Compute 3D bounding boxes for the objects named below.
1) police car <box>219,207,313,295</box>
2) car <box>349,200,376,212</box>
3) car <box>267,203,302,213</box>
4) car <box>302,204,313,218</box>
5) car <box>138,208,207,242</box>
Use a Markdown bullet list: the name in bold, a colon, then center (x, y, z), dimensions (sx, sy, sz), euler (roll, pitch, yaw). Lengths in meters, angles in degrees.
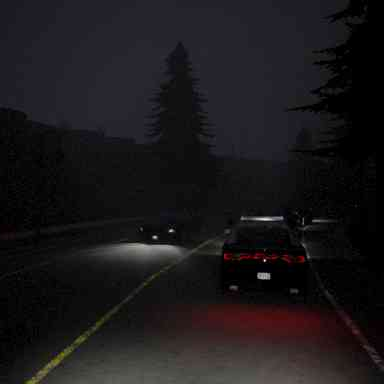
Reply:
- **police car**: center (1.881, 1.425, 8.988), dimensions (1.930, 1.638, 5.238), euler (0, 0, 11)
- **car**: center (20.222, 1.564, 38.705), dimensions (4.181, 1.385, 1.994), euler (0, 0, -34)
- **car**: center (4.568, 1.478, 17.895), dimensions (1.882, 1.535, 5.008), euler (0, 0, 23)
- **car**: center (7.053, 1.506, 22.973), dimensions (1.837, 1.490, 4.892), euler (0, 0, 30)
- **car**: center (-0.740, 1.547, 16.715), dimensions (2.033, 1.411, 5.357), euler (0, 0, 19)
